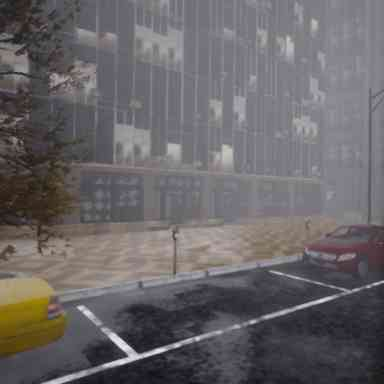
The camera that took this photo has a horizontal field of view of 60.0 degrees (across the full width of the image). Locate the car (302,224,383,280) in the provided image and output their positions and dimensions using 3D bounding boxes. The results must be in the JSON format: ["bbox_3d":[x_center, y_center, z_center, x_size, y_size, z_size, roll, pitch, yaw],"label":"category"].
[{"bbox_3d":[5.192,1.677,10.255,4.206,1.307,1.802,1,0,-35],"label":"car"}]

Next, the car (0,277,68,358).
[{"bbox_3d":[-3.997,1.514,3.699,4.829,1.417,1.752,1,0,-35],"label":"car"}]
